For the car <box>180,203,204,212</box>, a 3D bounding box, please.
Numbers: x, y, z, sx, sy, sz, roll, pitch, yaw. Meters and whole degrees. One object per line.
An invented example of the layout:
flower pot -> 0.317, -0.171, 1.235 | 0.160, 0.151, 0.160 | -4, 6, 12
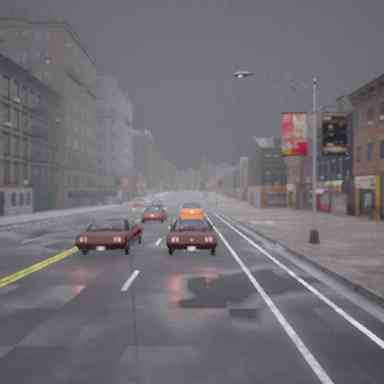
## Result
car -> -0.004, 1.705, 29.082 | 2.097, 1.767, 4.553 | 0, -1, 0

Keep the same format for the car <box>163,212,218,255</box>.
car -> -0.002, 1.754, 14.103 | 1.895, 1.301, 4.718 | 0, -1, 0

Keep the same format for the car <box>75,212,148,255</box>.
car -> -3.252, 1.754, 14.101 | 1.895, 1.301, 4.718 | 0, -1, 0

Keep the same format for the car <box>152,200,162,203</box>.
car -> -6.563, 2.175, 62.087 | 2.128, 1.511, 4.902 | 0, 0, 1

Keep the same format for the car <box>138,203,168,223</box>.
car -> -3.252, 1.923, 29.333 | 1.994, 1.385, 4.181 | 0, -1, 0

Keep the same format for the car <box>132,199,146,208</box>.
car -> -9.807, 2.036, 62.115 | 2.097, 1.767, 4.553 | 0, 0, 1
